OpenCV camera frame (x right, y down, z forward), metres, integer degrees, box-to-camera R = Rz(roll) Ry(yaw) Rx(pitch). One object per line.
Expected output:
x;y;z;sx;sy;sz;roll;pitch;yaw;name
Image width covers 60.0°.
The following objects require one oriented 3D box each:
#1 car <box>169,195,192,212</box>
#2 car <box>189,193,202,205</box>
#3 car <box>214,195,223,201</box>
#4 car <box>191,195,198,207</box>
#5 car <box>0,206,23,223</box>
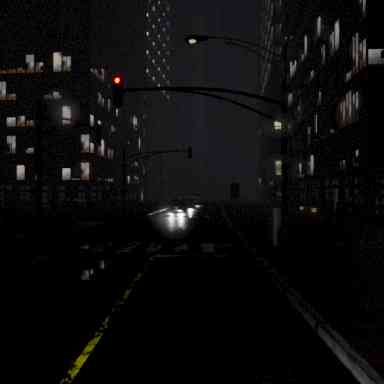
-1.530;1.464;38.530;2.128;1.511;4.902;0;0;5;car
0.432;1.157;58.312;2.150;2.045;5.566;0;0;7;car
6.248;1.362;78.030;1.882;1.535;5.008;0;0;9;car
-0.723;1.559;47.811;1.895;1.301;4.718;0;0;6;car
-16.549;1.854;27.985;4.403;1.369;2.008;-1;1;10;car
